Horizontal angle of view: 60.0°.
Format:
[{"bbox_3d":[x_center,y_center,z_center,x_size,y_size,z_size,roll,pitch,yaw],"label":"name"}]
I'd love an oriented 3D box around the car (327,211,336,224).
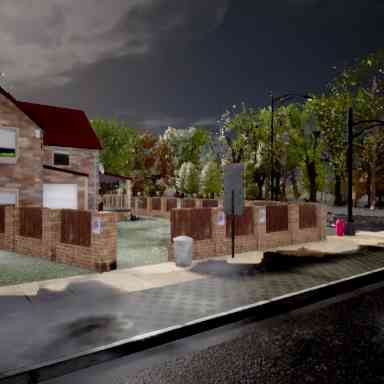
[{"bbox_3d":[7.695,1.469,23.403,1.812,1.442,4.674,0,1,-36],"label":"car"}]
